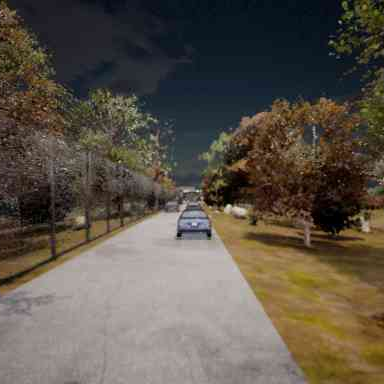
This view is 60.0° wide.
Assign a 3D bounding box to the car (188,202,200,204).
[{"bbox_3d":[0.210,1.931,40.119,1.837,1.490,4.892,0,-1,0],"label":"car"}]

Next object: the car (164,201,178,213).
[{"bbox_3d":[-2.665,2.048,45.441,1.837,1.490,4.892,0,-2,1],"label":"car"}]

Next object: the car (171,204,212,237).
[{"bbox_3d":[0.122,1.647,18.805,2.033,1.411,5.357,0,-1,0],"label":"car"}]
